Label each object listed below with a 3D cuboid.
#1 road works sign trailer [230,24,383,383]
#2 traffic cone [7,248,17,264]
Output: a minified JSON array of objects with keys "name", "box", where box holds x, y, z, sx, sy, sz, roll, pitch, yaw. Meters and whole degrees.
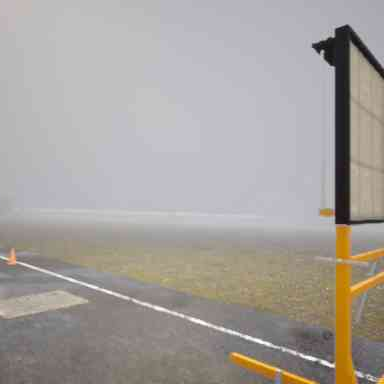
[{"name":"road works sign trailer","box":[1.571,0.677,3.140,2.880,3.560,2.380,-1,-4,43]},{"name":"traffic cone","box":[-7.003,2.487,12.975,0.340,0.580,0.340,-1,-4,43]}]
